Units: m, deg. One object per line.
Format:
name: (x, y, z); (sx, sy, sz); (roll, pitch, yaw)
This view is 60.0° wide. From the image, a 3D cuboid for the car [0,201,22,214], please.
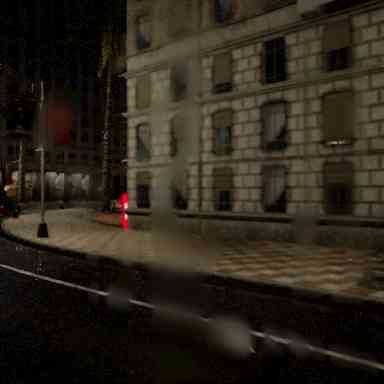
car: (-20.962, 1.708, 37.446); (1.994, 1.385, 4.181); (0, 0, -2)
